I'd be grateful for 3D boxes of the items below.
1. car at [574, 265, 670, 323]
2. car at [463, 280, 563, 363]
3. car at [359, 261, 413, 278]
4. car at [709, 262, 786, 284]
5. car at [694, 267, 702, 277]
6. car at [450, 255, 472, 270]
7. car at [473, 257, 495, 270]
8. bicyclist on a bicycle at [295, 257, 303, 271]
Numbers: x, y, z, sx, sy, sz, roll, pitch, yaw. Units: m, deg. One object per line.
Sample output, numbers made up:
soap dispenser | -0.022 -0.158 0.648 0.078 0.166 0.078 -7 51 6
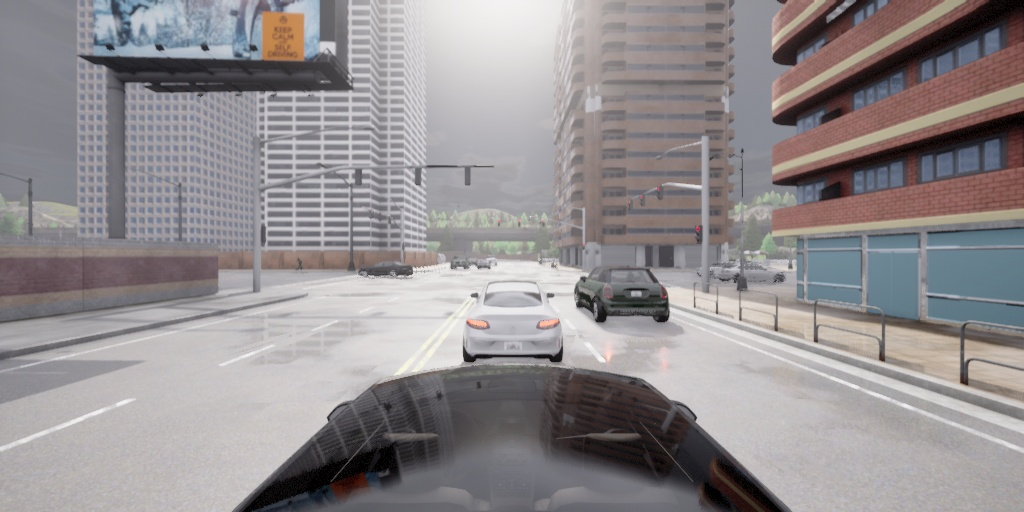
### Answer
car | 3.494 1.088 12.236 2.097 1.767 4.553 0 0 0
car | 0.014 1.267 8.019 1.812 1.442 4.674 0 0 0
car | -11.433 1.187 32.476 5.008 1.535 1.882 0 -1 16
car | 17.145 1.243 25.955 4.674 1.442 1.812 0 0 0
car | 19.372 1.234 33.106 4.674 1.442 1.812 0 0 0
car | -7.494 0.906 51.816 2.150 2.045 5.566 0 0 0
car | -3.996 1.231 51.744 2.033 1.411 5.357 0 0 0
bicyclist on a bicycle | -25.994 0.995 43.768 0.582 1.620 1.656 0 0 0
